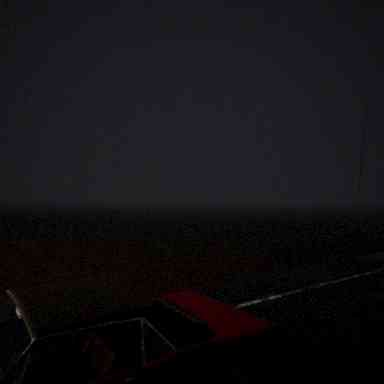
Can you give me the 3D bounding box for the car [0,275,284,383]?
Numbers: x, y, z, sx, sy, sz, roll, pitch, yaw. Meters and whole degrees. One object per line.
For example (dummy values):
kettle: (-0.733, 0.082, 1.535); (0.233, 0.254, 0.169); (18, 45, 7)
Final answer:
car: (-1.410, 1.606, 2.986); (4.718, 1.301, 1.895); (1, 0, -35)
